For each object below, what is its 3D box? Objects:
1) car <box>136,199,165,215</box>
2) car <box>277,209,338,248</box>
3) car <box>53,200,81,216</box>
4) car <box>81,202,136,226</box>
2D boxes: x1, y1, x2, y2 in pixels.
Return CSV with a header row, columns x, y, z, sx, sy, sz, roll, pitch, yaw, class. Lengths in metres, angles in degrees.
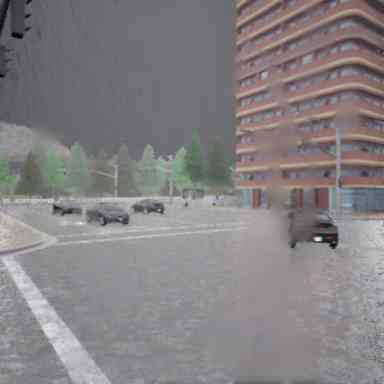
x,y,z,sx,sy,sz,roll,pitch,yaw,class
-4.551,1.510,33.947,1.837,1.490,4.892,0,0,-35,car
5.068,1.510,14.924,1.837,1.490,4.892,2,0,7,car
-12.146,1.481,32.330,1.882,1.535,5.008,0,0,-35,car
-6.016,1.508,23.545,1.837,1.490,4.892,0,0,-35,car
